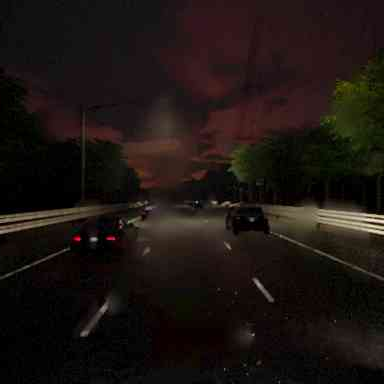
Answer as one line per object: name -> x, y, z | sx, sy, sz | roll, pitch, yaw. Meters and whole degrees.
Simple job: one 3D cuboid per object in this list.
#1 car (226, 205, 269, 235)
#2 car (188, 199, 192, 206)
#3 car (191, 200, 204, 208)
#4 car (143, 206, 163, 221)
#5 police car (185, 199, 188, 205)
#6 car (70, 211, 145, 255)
car -> 3.387, 1.658, 21.121 | 2.097, 1.767, 4.553 | 0, -1, -1
car -> 0.739, 2.954, 81.117 | 1.994, 1.385, 4.181 | 0, -1, -4
car -> 1.432, 2.776, 70.090 | 1.895, 1.301, 4.718 | 0, -1, -3
car -> -3.882, 2.045, 33.017 | 2.033, 1.411, 5.357 | 0, -1, -2
police car -> -0.066, 3.039, 92.278 | 1.930, 1.638, 5.238 | 0, -1, -4
car -> -3.501, 1.757, 14.248 | 2.033, 1.411, 5.357 | 0, -1, -1
